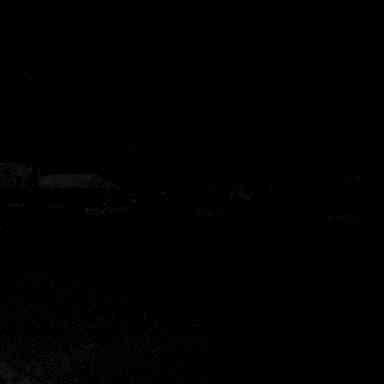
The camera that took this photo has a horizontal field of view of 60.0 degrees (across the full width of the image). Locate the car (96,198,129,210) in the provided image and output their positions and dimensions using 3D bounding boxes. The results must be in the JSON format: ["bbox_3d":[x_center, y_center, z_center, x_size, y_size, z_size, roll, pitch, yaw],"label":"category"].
[{"bbox_3d":[-10.913,1.558,45.757,1.882,1.535,5.008,0,0,36],"label":"car"}]

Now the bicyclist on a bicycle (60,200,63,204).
[{"bbox_3d":[-11.914,1.411,29.984,1.656,1.620,0.582,-1,0,36],"label":"bicyclist on a bicycle"}]
